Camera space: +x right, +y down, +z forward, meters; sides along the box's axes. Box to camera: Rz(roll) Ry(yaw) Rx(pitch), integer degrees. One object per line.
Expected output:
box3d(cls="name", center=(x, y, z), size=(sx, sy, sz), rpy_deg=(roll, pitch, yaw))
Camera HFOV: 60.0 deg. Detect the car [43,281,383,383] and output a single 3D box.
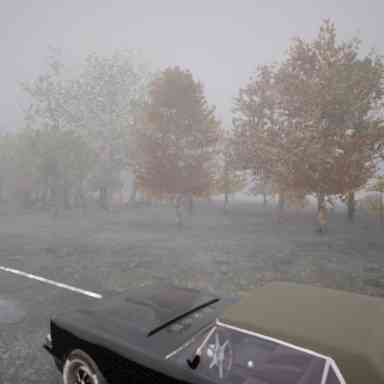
box3d(cls="car", center=(0.692, 1.581, 3.072), size=(4.718, 1.301, 1.895), rpy_deg=(1, 0, 35))
